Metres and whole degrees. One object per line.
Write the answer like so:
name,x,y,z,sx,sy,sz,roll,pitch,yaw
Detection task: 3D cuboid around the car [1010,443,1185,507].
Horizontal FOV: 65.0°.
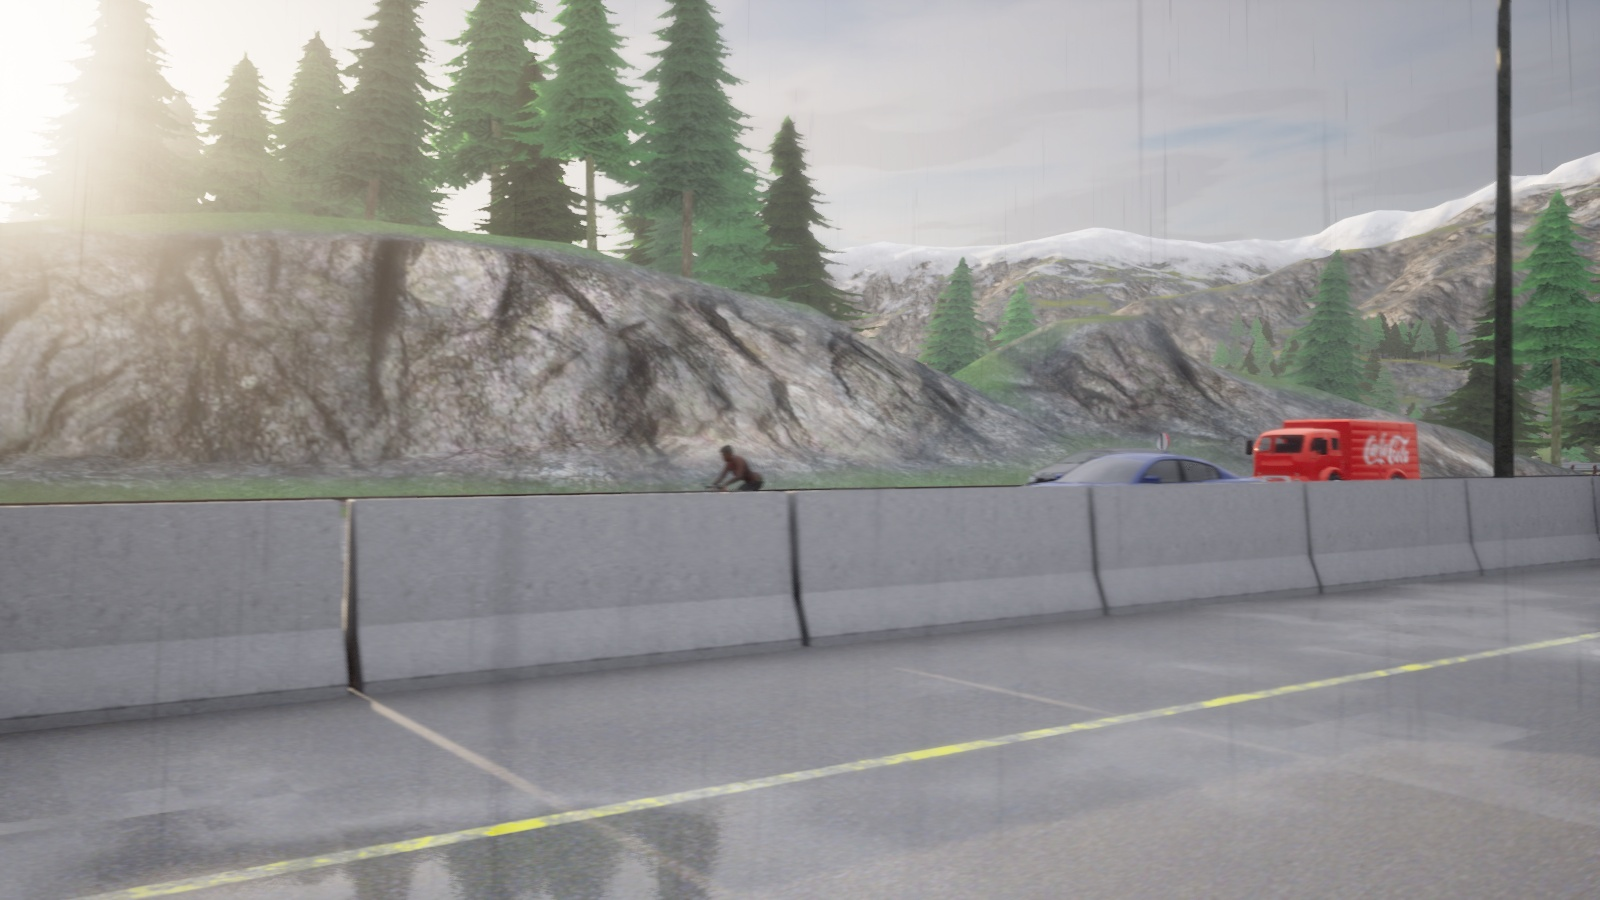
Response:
car,8.334,0.659,35.046,4.611,1.667,2.242,0,0,-35

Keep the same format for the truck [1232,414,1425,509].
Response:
truck,14.906,0.318,35.357,5.204,2.467,2.627,0,0,-35

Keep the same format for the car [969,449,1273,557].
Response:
car,5.214,0.761,20.081,5.008,1.535,1.882,0,0,-35
